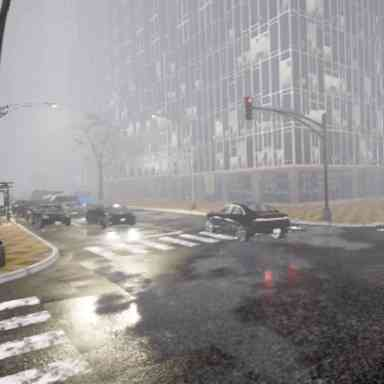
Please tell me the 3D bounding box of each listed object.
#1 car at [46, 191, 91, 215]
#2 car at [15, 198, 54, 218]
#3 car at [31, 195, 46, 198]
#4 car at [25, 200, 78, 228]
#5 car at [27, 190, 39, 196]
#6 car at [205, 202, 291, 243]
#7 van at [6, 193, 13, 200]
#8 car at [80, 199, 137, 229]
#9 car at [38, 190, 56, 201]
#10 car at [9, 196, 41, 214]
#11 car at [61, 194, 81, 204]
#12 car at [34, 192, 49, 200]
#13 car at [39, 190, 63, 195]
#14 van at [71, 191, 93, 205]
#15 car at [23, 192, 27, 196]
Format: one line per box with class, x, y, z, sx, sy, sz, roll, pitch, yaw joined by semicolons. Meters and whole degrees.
car;-10.380;1.072;27.881;2.097;1.767;4.553;-3;2;-35
car;-12.195;1.409;25.777;1.802;1.307;4.206;-2;1;-34
car;-15.999;1.279;36.120;1.895;1.301;4.718;-3;2;-34
car;-9.000;1.417;21.074;1.947;1.339;4.313;-2;1;-34
car;-25.280;0.685;55.289;2.150;2.045;5.566;-3;2;-34
car;2.180;1.180;14.415;2.128;1.511;4.902;-2;1;-22
van;-24.944;1.068;44.596;1.690;1.788;3.998;-2;1;-34
car;-4.912;1.324;19.897;1.994;1.385;4.181;-3;2;-34
car;-27.662;0.641;63.396;2.192;1.841;5.009;-2;1;-34
car;-15.356;1.367;30.500;1.947;1.339;4.313;-2;1;-34
car;-18.027;0.985;49.329;1.802;1.307;4.206;-2;1;-34
car;-30.868;0.740;68.089;1.967;1.590;4.097;-2;1;-34
car;-19.437;0.731;46.771;2.150;2.045;5.566;-3;2;-34
van;-14.823;0.769;44.633;1.690;1.788;3.998;-2;1;-34
car;-37.285;0.799;77.473;2.008;1.369;4.403;-2;1;-34
